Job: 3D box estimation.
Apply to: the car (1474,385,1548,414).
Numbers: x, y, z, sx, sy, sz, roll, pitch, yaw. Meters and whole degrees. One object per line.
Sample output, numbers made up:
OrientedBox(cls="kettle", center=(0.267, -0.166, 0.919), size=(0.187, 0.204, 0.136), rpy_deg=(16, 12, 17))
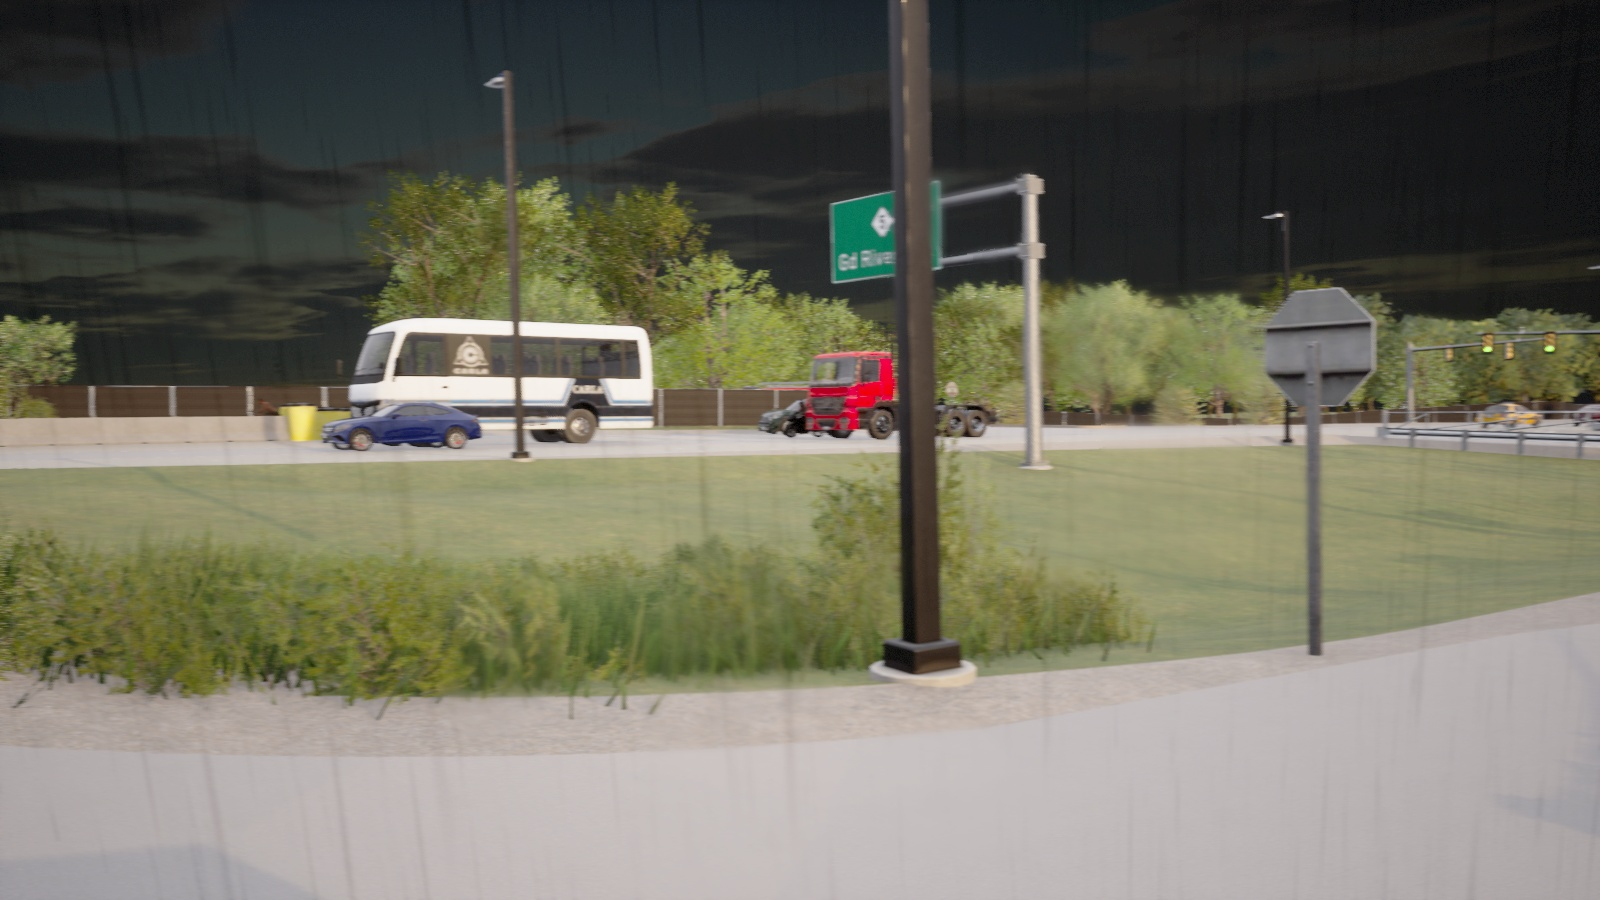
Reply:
OrientedBox(cls="car", center=(41.767, -2.966, 73.747), size=(5.366, 1.575, 1.801), rpy_deg=(-3, 2, -37))

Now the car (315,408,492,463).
OrientedBox(cls="car", center=(-11.835, -0.460, 37.655), size=(4.674, 1.442, 1.812), rpy_deg=(-3, 2, -37))

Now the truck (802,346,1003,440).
OrientedBox(cls="truck", center=(4.168, -2.275, 49.733), size=(7.936, 3.462, 2.891), rpy_deg=(-3, 2, -37))

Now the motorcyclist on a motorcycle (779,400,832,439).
OrientedBox(cls="motorcyclist on a motorcycle", center=(0.227, -1.240, 51.149), size=(2.044, 1.523, 0.797), rpy_deg=(-3, 2, -37))

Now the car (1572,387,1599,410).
OrientedBox(cls="car", center=(52.108, -3.363, 81.557), size=(4.674, 1.442, 1.812), rpy_deg=(-3, 2, -37))

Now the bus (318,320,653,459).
OrientedBox(cls="bus", center=(-10.563, -2.054, 42.991), size=(10.273, 4.253, 3.944), rpy_deg=(-3, 2, -37))

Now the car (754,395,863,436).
OrientedBox(cls="car", center=(0.383, -1.603, 57.956), size=(4.553, 1.767, 2.097), rpy_deg=(-2, 2, -25))
